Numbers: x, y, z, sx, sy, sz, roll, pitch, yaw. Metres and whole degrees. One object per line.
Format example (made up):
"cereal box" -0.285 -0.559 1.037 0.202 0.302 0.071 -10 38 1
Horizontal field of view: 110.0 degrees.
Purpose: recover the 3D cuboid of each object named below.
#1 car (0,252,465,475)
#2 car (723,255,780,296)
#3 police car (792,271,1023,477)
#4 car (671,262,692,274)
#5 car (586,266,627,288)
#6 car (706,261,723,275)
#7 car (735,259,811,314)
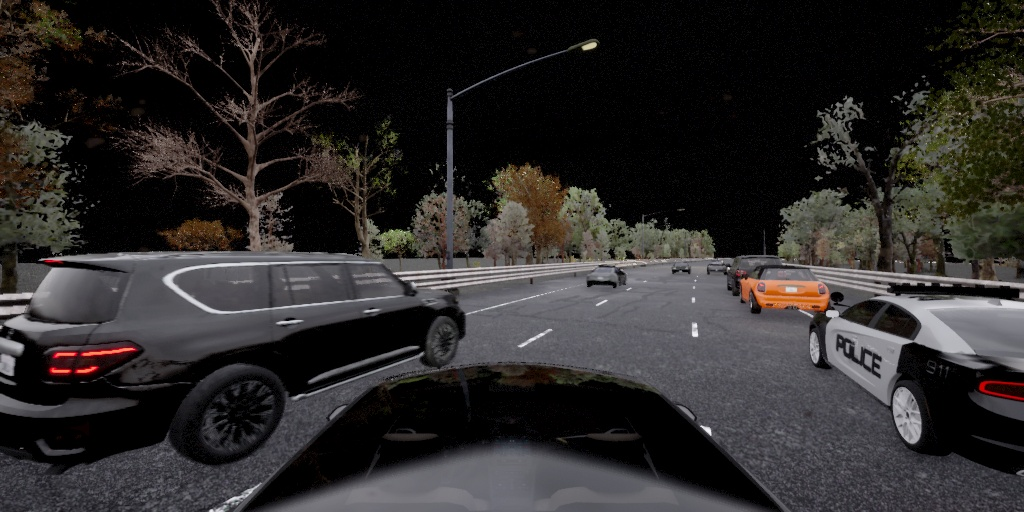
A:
"car" -2.919 0.972 5.320 2.150 2.045 5.566 0 0 26
"car" 12.642 0.983 18.754 2.150 2.045 5.566 0 0 27
"police car" 5.607 1.176 4.697 1.930 1.638 5.238 0 0 26
"car" 19.331 1.379 40.800 1.895 1.301 4.718 0 0 29
"car" 6.380 1.323 23.901 1.994 1.385 4.181 0 0 27
"car" 22.443 1.271 39.319 2.128 1.511 4.902 0 0 29
"car" 9.930 1.105 13.420 2.097 1.767 4.553 0 0 27
